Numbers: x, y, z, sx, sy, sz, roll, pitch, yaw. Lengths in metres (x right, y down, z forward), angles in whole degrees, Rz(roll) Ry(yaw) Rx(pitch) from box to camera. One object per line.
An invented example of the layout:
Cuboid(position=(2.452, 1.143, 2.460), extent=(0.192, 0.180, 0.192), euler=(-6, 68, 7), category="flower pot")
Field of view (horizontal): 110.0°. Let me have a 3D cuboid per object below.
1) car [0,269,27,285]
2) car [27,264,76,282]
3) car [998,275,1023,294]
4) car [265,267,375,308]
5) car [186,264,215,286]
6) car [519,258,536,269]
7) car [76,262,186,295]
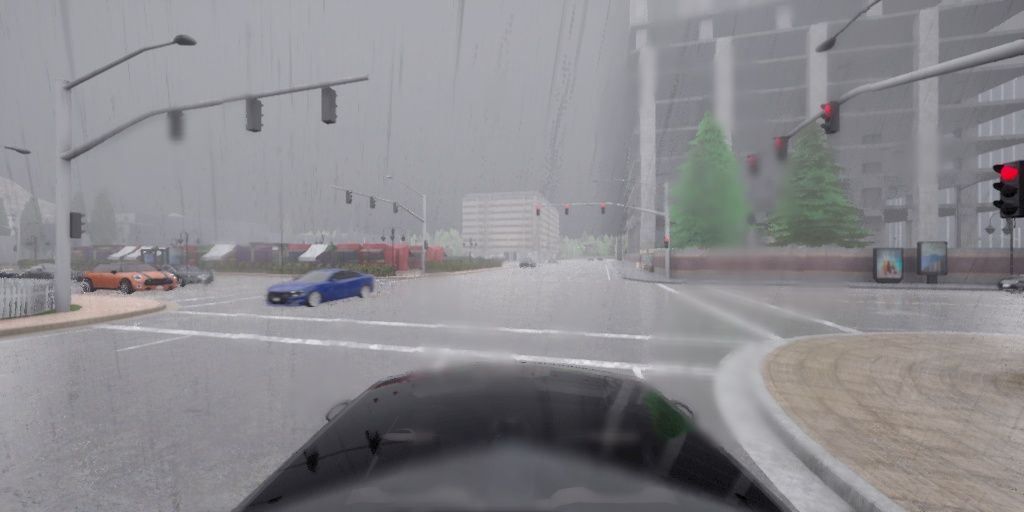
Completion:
Cuboid(position=(-35.416, 1.390, 23.859), extent=(4.718, 1.301, 1.895), euler=(0, 0, 15), category="car")
Cuboid(position=(-35.066, 1.312, 27.389), extent=(4.674, 1.442, 1.812), euler=(0, 0, 15), category="car")
Cuboid(position=(28.213, 1.288, 18.085), extent=(4.902, 1.511, 2.128), euler=(0, 0, 15), category="car")
Cuboid(position=(-8.135, 1.306, 15.727), extent=(1.882, 1.535, 5.008), euler=(0, 1, 14), category="car")
Cuboid(position=(-22.345, 1.280, 24.018), extent=(4.902, 1.511, 2.128), euler=(0, 0, 15), category="car")
Cuboid(position=(2.498, 1.026, 57.184), extent=(2.097, 1.767, 4.553), euler=(0, 0, 14), category="car")
Cuboid(position=(-21.323, 1.145, 20.126), extent=(4.553, 1.767, 2.097), euler=(0, 0, 15), category="car")
